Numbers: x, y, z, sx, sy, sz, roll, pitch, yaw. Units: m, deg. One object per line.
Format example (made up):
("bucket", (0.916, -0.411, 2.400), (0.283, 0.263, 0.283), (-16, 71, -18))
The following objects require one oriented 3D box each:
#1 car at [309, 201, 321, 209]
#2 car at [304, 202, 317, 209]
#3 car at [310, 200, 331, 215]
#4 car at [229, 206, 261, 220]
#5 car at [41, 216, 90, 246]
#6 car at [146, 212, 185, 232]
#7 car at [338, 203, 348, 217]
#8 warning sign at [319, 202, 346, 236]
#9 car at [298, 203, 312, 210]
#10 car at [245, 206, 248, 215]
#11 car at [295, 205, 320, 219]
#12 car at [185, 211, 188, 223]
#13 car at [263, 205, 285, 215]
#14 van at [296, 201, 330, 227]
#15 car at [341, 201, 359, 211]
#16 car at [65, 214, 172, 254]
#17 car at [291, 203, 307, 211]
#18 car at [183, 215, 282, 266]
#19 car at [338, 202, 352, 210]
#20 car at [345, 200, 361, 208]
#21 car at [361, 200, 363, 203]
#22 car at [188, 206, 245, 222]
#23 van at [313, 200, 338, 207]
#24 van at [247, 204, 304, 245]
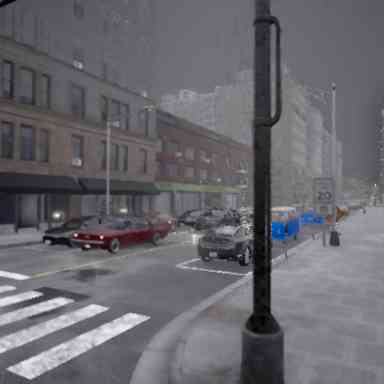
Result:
("car", (28.096, 2.915, 75.971), (1.967, 1.590, 4.097), (0, -1, 29))
("car", (25.316, 2.943, 71.014), (1.947, 1.339, 4.313), (0, -1, 29))
("car", (18.645, 2.175, 48.111), (2.150, 2.045, 5.566), (0, -1, 29))
("car", (5.860, 2.245, 36.328), (2.008, 1.369, 4.403), (0, -1, 29))
("car", (-5.258, 1.865, 16.507), (1.947, 1.339, 4.313), (0, -1, 29))
("car", (-2.479, 1.980, 21.462), (1.802, 1.307, 4.206), (0, -1, 29))
("car", (18.418, 2.434, 42.313), (1.802, 1.307, 4.206), (0, -1, 29))
("warning sign", (8.139, 1.523, 19.278), (1.300, 1.860, 1.060), (0, -1, 29))
("car", (22.536, 2.825, 66.060), (1.887, 1.381, 4.507), (0, -1, 29))
("car", (6.987, 2.121, 33.126), (1.882, 1.535, 5.008), (0, -1, 30))
("car", (13.642, 2.302, 39.099), (1.812, 1.442, 4.674), (0, -1, 31))
("car", (0.301, 2.063, 26.418), (1.947, 1.339, 4.313), (0, -1, 29))
("car", (11.418, 2.455, 46.238), (1.947, 1.339, 4.313), (0, -1, 29))
("van", (10.081, 1.900, 27.452), (1.690, 1.788, 3.998), (0, -1, 29))
("car", (29.536, 2.787, 62.134), (1.887, 1.381, 4.507), (0, -1, 29))
("car", (-3.104, 1.886, 15.161), (1.895, 1.301, 4.718), (0, -1, 29))
("car", (19.757, 2.733, 61.104), (2.008, 1.369, 4.403), (0, -1, 29))
("car", (1.741, 1.813, 12.582), (2.008, 1.369, 4.403), (0, -1, 29))
("car", (21.281, 2.478, 47.417), (1.752, 1.417, 4.829), (0, -1, 29))
("car", (32.316, 2.780, 67.092), (1.967, 1.590, 4.097), (0, -1, 29))
("car", (37.874, 3.085, 77.000), (2.008, 1.369, 4.403), (0, -1, 29))
("car", (1.898, 1.968, 24.074), (1.837, 1.490, 4.892), (0, -1, 30))
("van", (12.860, 1.998, 32.407), (1.690, 1.788, 3.998), (0, -1, 29))
("van", (4.522, 1.702, 17.541), (1.690, 1.788, 3.998), (0, -1, 29))
